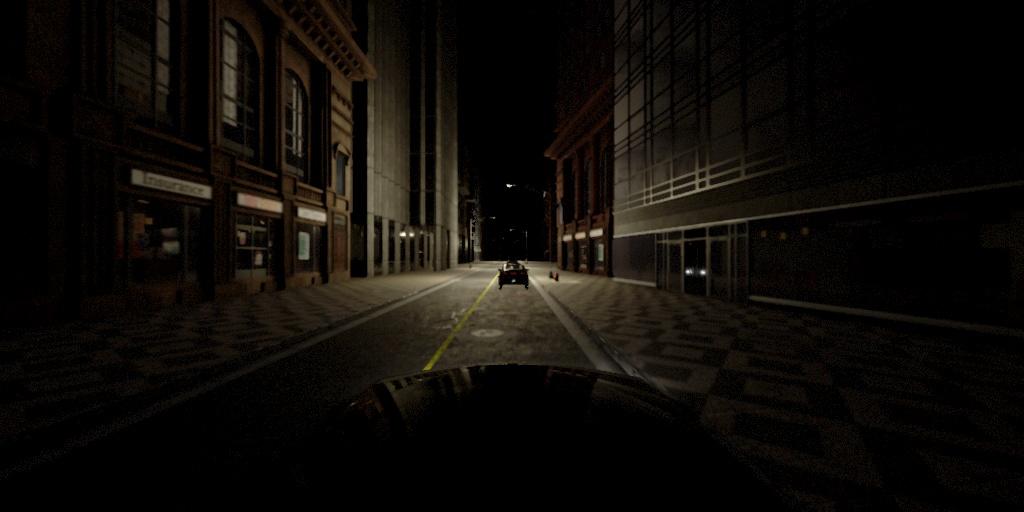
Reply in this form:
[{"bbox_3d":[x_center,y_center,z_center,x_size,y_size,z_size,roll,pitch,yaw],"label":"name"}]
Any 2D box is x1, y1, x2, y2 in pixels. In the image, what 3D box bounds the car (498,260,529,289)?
[{"bbox_3d":[0.098,1.246,23.456,2.128,1.511,4.902,0,0,0],"label":"car"}]
